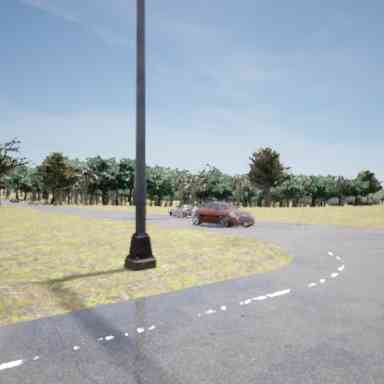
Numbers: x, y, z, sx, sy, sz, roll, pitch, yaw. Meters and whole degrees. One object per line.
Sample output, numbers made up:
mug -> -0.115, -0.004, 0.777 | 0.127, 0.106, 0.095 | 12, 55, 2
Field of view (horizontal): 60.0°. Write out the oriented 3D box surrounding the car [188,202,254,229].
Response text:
car -> 2.071, 1.471, 22.510 | 2.097, 1.767, 4.553 | 3, -3, -36

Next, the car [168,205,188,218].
car -> -0.957, 2.211, 38.686 | 1.812, 1.442, 4.674 | 3, -3, -36
